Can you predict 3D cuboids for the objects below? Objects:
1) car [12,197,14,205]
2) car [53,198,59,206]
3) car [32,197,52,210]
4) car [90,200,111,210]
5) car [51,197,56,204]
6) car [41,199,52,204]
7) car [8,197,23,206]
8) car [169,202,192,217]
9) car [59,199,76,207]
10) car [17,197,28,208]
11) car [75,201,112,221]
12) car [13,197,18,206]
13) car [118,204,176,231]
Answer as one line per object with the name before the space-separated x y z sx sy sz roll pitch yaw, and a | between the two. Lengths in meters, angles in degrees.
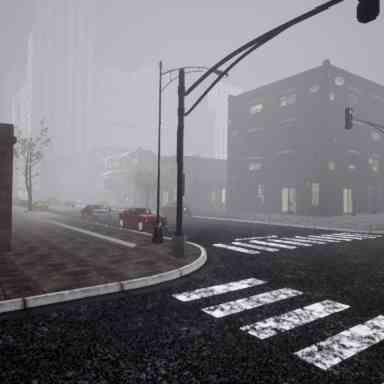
car | -34.794 2.130 66.894 1.947 1.339 4.313 1 -1 -35
car | -27.905 2.306 71.664 1.802 1.307 4.206 1 -1 -35
car | -22.317 1.891 48.781 1.752 1.417 4.829 1 -1 -35
car | -14.404 2.038 52.300 1.752 1.417 4.829 1 -1 -35
car | -34.207 2.139 80.762 2.192 1.841 5.009 1 -1 -35
car | -37.456 2.402 85.448 1.752 1.417 4.829 1 -1 -35
car | -37.945 1.930 71.445 2.192 1.841 5.009 1 -1 -35
car | -1.794 1.761 34.208 1.967 1.590 4.097 1 -1 -35
car | -24.754 2.114 67.117 1.967 1.590 4.097 1 -1 -35
car | -28.673 2.012 58.046 1.887 1.381 4.507 1 -1 -35
car | -8.269 1.729 28.383 1.802 1.307 4.206 1 -1 -35
car | -31.643 2.080 62.346 1.947 1.339 4.313 1 -1 -35
car | -3.142 1.615 20.985 1.887 1.381 4.507 1 -1 -35
